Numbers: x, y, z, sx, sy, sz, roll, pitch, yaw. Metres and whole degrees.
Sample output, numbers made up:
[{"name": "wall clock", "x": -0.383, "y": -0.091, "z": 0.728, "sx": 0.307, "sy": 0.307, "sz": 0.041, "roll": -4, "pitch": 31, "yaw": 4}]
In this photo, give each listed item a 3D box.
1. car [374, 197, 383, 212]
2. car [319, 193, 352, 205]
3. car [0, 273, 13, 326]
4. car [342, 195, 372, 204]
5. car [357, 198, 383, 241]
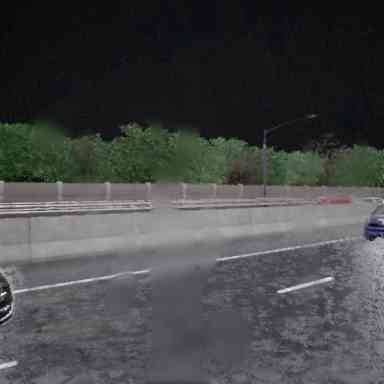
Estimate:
[{"name": "car", "x": 22.733, "y": 1.391, "z": 37.389, "sx": 5.008, "sy": 1.535, "sz": 1.882, "roll": 0, "pitch": 0, "yaw": -35}, {"name": "car", "x": 18.808, "y": 1.138, "z": 43.181, "sx": 5.566, "sy": 2.045, "sz": 2.150, "roll": 0, "pitch": 0, "yaw": -35}, {"name": "car", "x": -5.127, "y": 1.509, "z": 4.390, "sx": 4.892, "sy": 1.490, "sz": 1.837, "roll": 0, "pitch": 0, "yaw": -35}, {"name": "car", "x": 20.598, "y": 1.420, "z": 40.163, "sx": 4.892, "sy": 1.490, "sz": 1.837, "roll": 0, "pitch": 0, "yaw": -35}, {"name": "car", "x": 9.792, "y": 1.305, "z": 15.033, "sx": 4.553, "sy": 1.767, "sz": 2.097, "roll": 0, "pitch": 0, "yaw": -35}]
